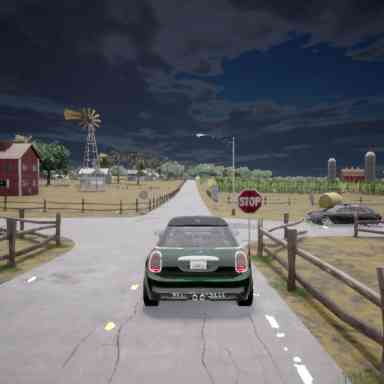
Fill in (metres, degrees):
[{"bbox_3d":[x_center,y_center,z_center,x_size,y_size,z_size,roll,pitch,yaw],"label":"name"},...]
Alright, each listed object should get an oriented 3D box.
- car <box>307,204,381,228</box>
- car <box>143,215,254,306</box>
[{"bbox_3d":[10.649,1.642,23.480,4.892,1.490,1.837,1,2,0],"label":"car"},{"bbox_3d":[0.121,1.346,8.160,2.097,1.767,4.553,0,0,0],"label":"car"}]
